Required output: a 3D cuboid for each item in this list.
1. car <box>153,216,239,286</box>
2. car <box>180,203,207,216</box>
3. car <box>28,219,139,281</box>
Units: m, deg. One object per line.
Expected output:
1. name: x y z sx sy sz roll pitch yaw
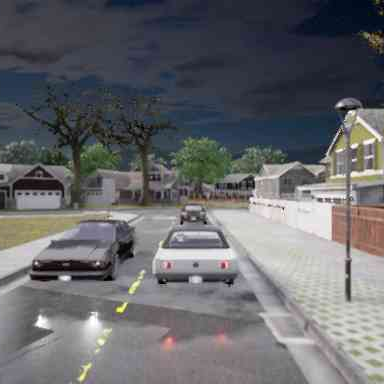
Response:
1. car: 0.094 1.604 9.402 1.895 1.301 4.718 0 0 0
2. car: 0.098 1.536 23.656 1.812 1.442 4.674 0 0 0
3. car: -2.843 1.551 10.104 2.033 1.411 5.357 0 0 0
